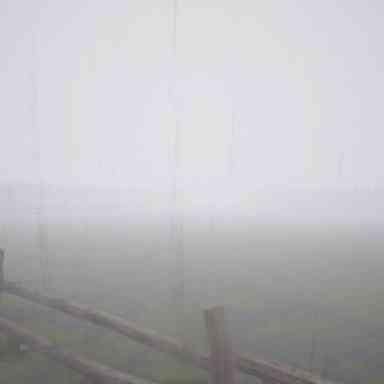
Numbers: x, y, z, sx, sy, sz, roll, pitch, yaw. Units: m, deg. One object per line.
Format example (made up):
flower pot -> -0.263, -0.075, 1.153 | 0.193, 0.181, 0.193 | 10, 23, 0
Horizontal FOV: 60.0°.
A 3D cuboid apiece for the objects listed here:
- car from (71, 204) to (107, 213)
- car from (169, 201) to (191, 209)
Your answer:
car -> -14.059, 2.231, 45.360 | 1.895, 1.301, 4.718 | -1, -2, 36
car -> -2.167, 2.452, 61.580 | 2.097, 1.767, 4.553 | -1, -2, 36
